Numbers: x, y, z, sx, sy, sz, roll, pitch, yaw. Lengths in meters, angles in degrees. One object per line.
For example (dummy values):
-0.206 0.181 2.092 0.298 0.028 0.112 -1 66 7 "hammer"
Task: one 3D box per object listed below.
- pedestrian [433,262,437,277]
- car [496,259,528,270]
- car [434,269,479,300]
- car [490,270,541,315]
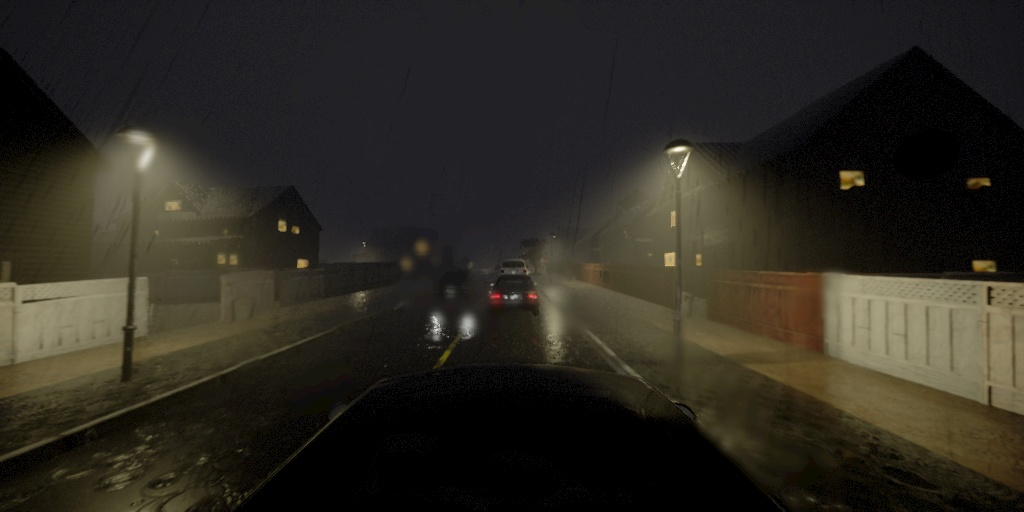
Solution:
-9.903 1.741 46.022 0.375 1.860 0.375 0 -3 5 "pedestrian"
0.107 1.287 28.052 2.150 2.045 5.566 0 -1 0 "car"
-2.834 1.455 19.033 1.837 1.490 4.892 0 -1 0 "car"
0.104 1.440 14.259 2.033 1.411 5.357 0 -1 0 "car"
